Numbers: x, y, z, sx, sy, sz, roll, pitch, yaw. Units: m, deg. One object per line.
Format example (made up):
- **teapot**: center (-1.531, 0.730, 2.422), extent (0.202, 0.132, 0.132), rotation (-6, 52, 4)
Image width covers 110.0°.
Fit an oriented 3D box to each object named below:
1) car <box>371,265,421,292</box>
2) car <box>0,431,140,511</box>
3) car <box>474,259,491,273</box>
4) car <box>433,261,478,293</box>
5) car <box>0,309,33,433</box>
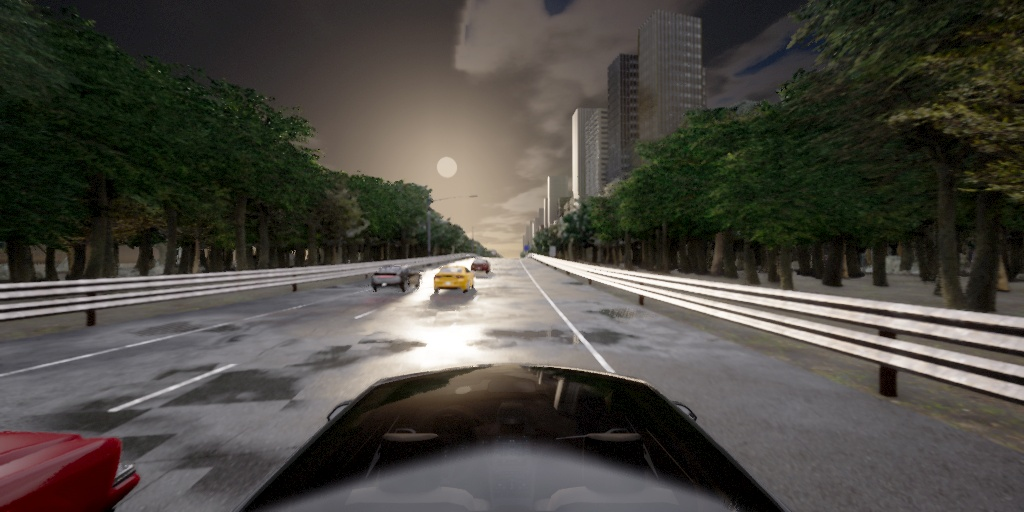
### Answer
- **car**: center (-6.898, 1.306, 21.782), extent (2.128, 1.511, 4.902), rotation (0, 1, 0)
- **car**: center (-3.400, 1.329, 0.180), extent (1.895, 1.301, 4.718), rotation (0, -1, 0)
- **car**: center (-3.396, 1.050, 39.306), extent (1.882, 1.535, 5.008), rotation (0, 1, 0)
- **car**: center (-3.398, 1.292, 21.562), extent (1.882, 1.535, 5.008), rotation (0, 0, 0)
- **car**: center (-6.899, 1.321, 2.314), extent (1.994, 1.385, 4.181), rotation (0, -1, 0)
